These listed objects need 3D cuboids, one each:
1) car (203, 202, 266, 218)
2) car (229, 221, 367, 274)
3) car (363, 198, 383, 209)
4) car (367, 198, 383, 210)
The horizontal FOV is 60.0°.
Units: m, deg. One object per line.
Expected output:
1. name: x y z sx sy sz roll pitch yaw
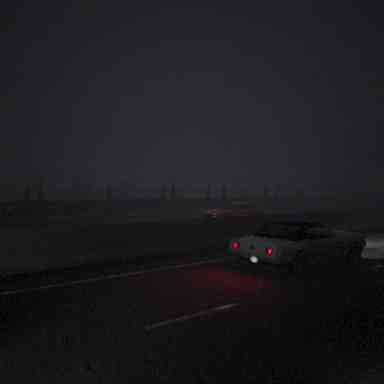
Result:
1. car: 3.024 1.452 23.341 5.008 1.535 1.882 0 0 -35
2. car: 3.532 1.587 10.564 4.718 1.301 1.895 0 0 -36
3. car: 16.409 1.480 28.568 4.674 1.442 1.812 0 0 -36
4. car: 25.225 1.477 43.382 5.357 1.411 2.033 0 0 -35
